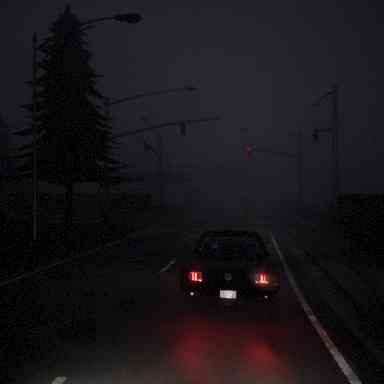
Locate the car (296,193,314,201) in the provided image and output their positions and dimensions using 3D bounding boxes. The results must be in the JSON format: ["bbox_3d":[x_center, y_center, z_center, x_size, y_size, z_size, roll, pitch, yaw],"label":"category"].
[{"bbox_3d":[27.239,1.077,79.992,3.866,1.878,1.905,0,0,10],"label":"car"}]

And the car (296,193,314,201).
[{"bbox_3d":[26.063,1.361,76.823,3.806,1.475,1.970,0,0,10],"label":"car"}]

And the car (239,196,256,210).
[{"bbox_3d":[7.181,1.352,43.278,2.097,1.767,4.553,0,0,10],"label":"car"}]

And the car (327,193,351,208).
[{"bbox_3d":[20.193,1.331,43.072,5.027,1.636,2.152,0,0,10],"label":"car"}]

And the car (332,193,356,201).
[{"bbox_3d":[34.421,1.097,75.395,4.605,1.855,1.932,0,0,10],"label":"car"}]

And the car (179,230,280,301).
[{"bbox_3d":[0.980,1.601,8.337,1.895,1.301,4.718,0,0,8],"label":"car"}]
